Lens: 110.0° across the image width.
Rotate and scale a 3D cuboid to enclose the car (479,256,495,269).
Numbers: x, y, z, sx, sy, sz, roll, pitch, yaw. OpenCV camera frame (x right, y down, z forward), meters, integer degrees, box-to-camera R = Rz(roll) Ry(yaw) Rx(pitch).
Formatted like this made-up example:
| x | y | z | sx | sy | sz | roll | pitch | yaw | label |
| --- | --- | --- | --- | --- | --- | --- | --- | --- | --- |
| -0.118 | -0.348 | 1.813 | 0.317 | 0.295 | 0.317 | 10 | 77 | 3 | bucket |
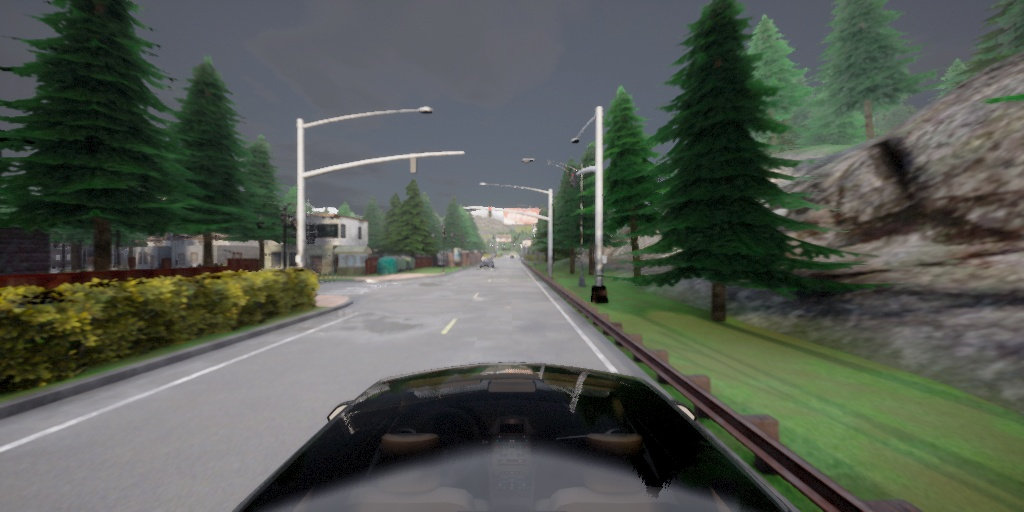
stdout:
| x | y | z | sx | sy | sz | roll | pitch | yaw | label |
| --- | --- | --- | --- | --- | --- | --- | --- | --- | --- |
| -3.485 | 1.107 | 50.707 | 1.994 | 1.385 | 4.181 | 0 | 1 | 0 | car |
